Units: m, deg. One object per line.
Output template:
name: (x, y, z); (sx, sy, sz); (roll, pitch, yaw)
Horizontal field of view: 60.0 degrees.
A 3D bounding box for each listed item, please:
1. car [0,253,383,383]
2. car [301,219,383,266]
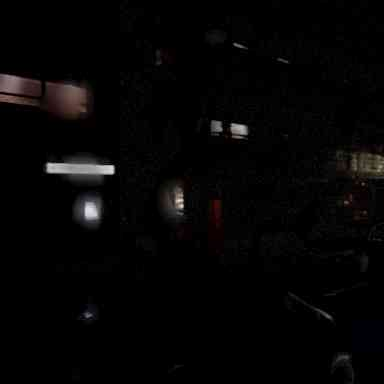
car: (-0.130, 1.598, 3.285); (4.718, 1.301, 1.895); (0, 0, -35)
car: (5.184, 1.531, 10.264); (4.403, 1.369, 2.008); (0, 0, -35)
